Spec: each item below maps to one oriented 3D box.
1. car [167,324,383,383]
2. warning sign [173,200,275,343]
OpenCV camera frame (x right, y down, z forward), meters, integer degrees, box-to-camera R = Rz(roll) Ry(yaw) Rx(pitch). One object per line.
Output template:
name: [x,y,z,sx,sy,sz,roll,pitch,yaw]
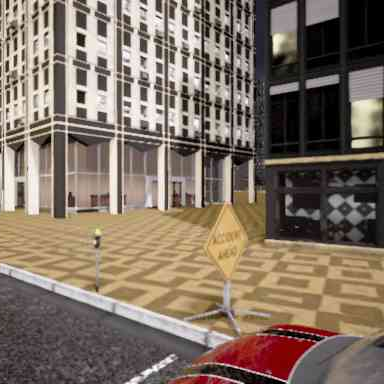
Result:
car: [1.592,1.447,1.770,4.097,1.590,1.967,1,0,36]
warning sign: [0.538,1.078,5.268,1.060,1.860,1.300,0,1,37]
